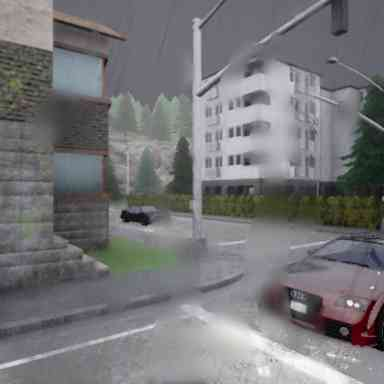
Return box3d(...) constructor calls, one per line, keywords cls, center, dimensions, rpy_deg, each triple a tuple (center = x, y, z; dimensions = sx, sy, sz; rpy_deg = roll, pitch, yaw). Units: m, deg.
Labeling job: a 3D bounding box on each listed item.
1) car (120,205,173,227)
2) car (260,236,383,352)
box3d(cls="car", center=(-3.531, 1.700, 24.627), dimensions=(2.033, 1.411, 5.357), rpy_deg=(0, 0, -36))
box3d(cls="car", center=(3.224, 1.561, 6.156), dimensions=(4.181, 1.385, 1.994), rpy_deg=(1, 0, -35))
